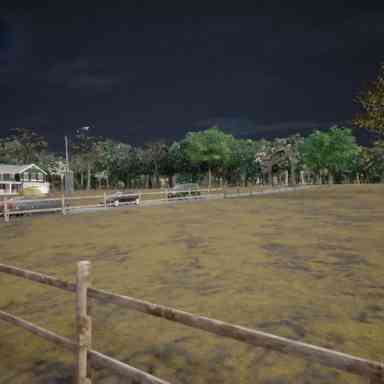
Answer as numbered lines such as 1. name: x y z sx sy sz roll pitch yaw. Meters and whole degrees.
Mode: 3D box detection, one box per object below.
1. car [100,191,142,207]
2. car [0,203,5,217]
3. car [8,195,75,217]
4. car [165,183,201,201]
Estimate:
1. car: -7.258 0.663 34.227 1.837 1.490 4.892 -3 1 36
2. car: -13.192 1.027 25.912 1.882 1.535 5.008 -3 1 35
3. car: -10.767 1.001 24.277 1.994 1.385 4.181 -3 1 36
4. car: -1.088 -0.034 42.882 2.150 2.045 5.566 -3 1 36
